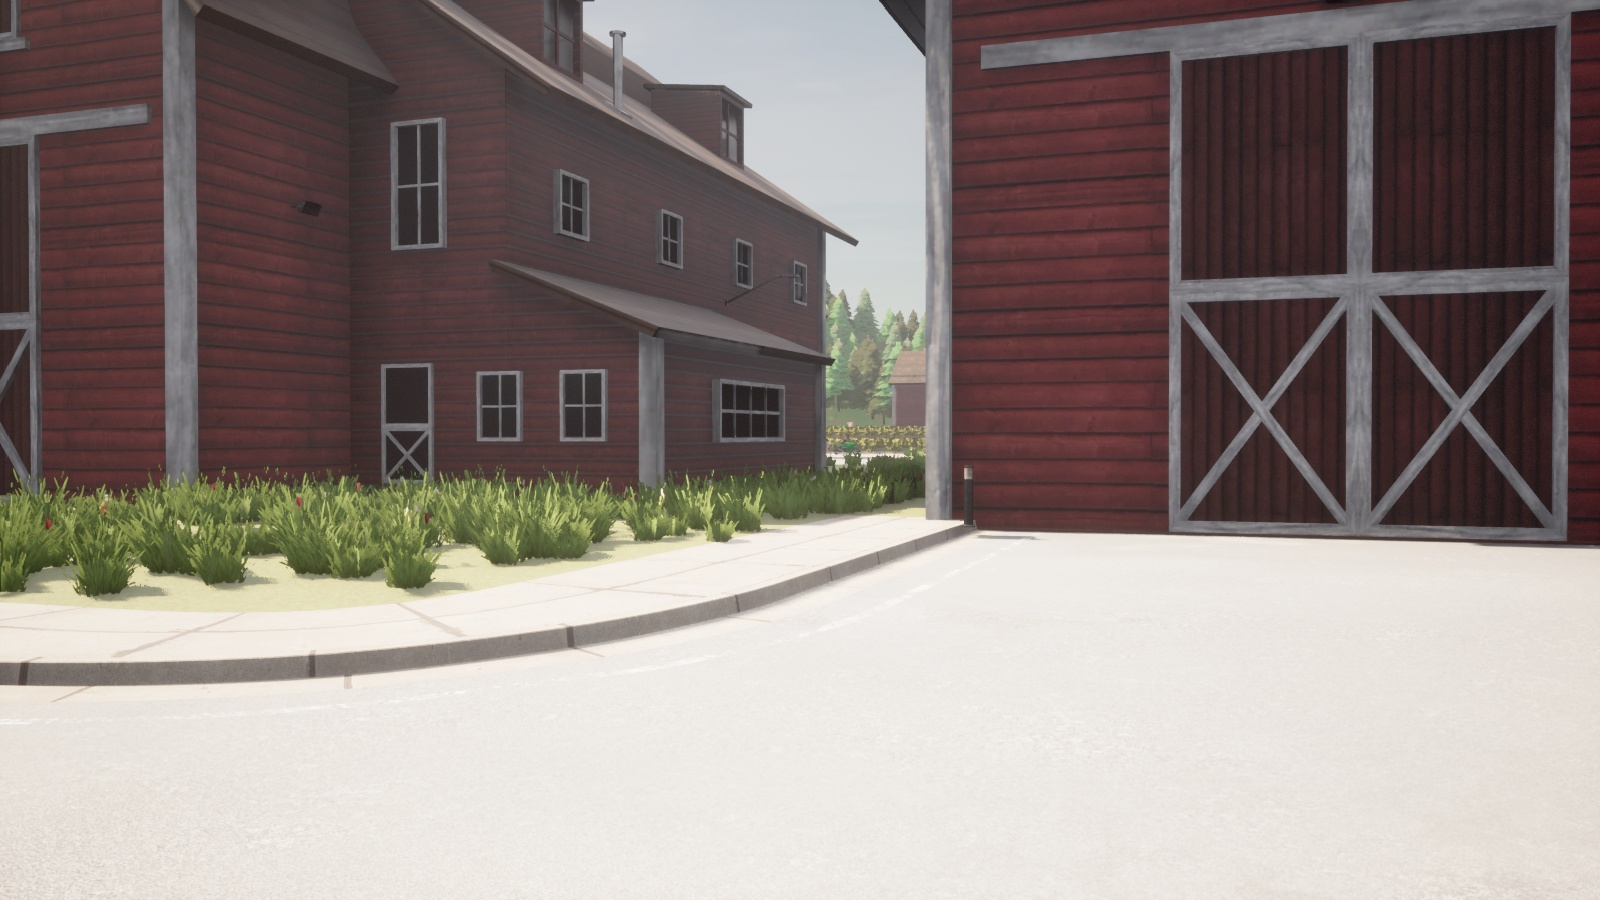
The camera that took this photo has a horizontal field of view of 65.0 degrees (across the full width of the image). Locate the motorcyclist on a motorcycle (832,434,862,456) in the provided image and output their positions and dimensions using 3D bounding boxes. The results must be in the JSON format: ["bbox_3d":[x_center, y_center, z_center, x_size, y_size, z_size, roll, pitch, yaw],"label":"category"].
[{"bbox_3d":[3.449,-0.366,92.088,2.044,1.523,0.797,-1,0,19],"label":"motorcyclist on a motorcycle"}]
